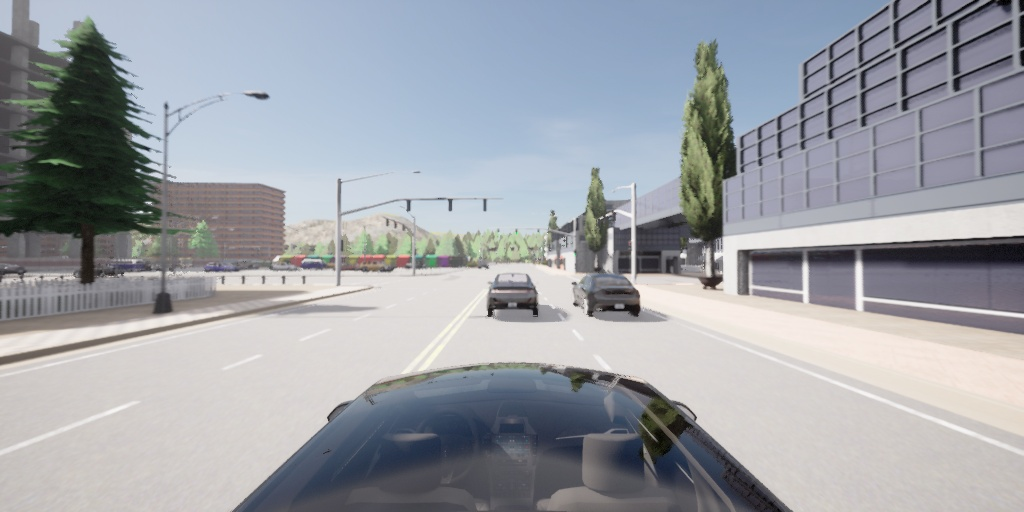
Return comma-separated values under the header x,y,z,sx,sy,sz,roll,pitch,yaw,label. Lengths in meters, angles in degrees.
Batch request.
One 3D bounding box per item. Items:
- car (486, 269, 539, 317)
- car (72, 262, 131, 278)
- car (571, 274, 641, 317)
x,y,z,sx,sy,sz,roll,pitch,yaw,label
0.038,1.411,14.100,2.128,1.511,4.902,0,-1,1,car
-48.482,1.798,42.146,4.892,1.490,1.837,-1,-1,0,car
3.538,1.426,14.139,1.837,1.490,4.892,0,0,1,car
